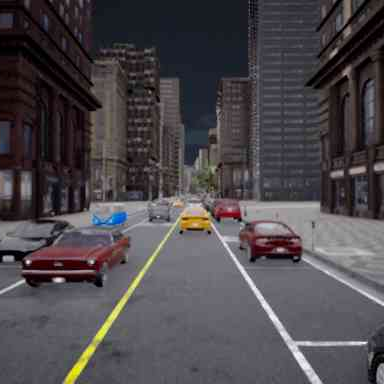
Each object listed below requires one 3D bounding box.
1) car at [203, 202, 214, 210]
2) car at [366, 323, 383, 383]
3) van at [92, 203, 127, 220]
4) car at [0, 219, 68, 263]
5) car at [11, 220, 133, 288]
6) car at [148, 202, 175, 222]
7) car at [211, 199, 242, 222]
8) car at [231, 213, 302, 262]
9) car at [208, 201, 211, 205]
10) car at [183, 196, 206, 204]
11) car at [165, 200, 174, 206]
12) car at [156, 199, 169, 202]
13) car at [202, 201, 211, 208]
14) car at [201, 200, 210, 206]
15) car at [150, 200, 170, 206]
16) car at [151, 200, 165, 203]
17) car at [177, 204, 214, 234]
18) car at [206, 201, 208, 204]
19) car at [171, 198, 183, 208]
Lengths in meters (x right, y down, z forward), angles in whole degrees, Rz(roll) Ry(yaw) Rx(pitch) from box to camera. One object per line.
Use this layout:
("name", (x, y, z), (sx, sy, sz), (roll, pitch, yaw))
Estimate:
("car", (3.077, 2.499, 61.368), (1.802, 1.307, 4.206), (0, -1, 0))
("car", (2.763, 1.587, 1.983), (2.008, 1.369, 4.403), (0, -1, 0))
("van", (-5.650, 1.671, 23.160), (1.690, 1.788, 3.998), (0, -1, 0))
("car", (-5.706, 1.737, 12.556), (1.947, 1.339, 4.313), (0, -1, 0))
("car", (-3.063, 1.736, 9.805), (1.895, 1.301, 4.718), (0, -1, 0))
("car", (-2.856, 1.962, 30.849), (1.837, 1.490, 4.892), (0, -1, 1))
("car", (3.259, 1.689, 30.968), (2.150, 2.045, 5.566), (0, -1, 0))
("car", (2.820, 1.738, 12.780), (1.887, 1.381, 4.507), (0, -1, 0))
("car", (3.296, 1.803, 37.967), (2.150, 2.045, 5.566), (0, -1, 0))
("car", (0.311, 1.857, 42.303), (2.150, 2.045, 5.566), (0, -1, 0))
("car", (-5.351, 2.710, 79.585), (1.802, 1.307, 4.206), (0, -1, 0))
("car", (-5.482, 2.123, 54.961), (2.192, 1.841, 5.009), (0, -1, 0))
("car", (3.135, 2.624, 72.169), (1.947, 1.339, 4.313), (0, -1, 0))
("car", (3.175, 2.713, 79.534), (1.947, 1.339, 4.313), (0, -1, 0))
("car", (-7.119, 2.441, 73.673), (4.403, 1.369, 2.008), (0, 0, -9))
("car", (-5.511, 2.312, 49.657), (1.802, 1.307, 4.206), (0, -1, 0))
("car", (0.204, 1.802, 21.876), (1.882, 1.535, 5.008), (0, -1, 0))
("car", (3.019, 2.329, 50.571), (1.947, 1.339, 4.313), (0, -1, 0))
("car", (-2.690, 2.421, 64.180), (1.882, 1.535, 5.008), (0, -1, 1))
